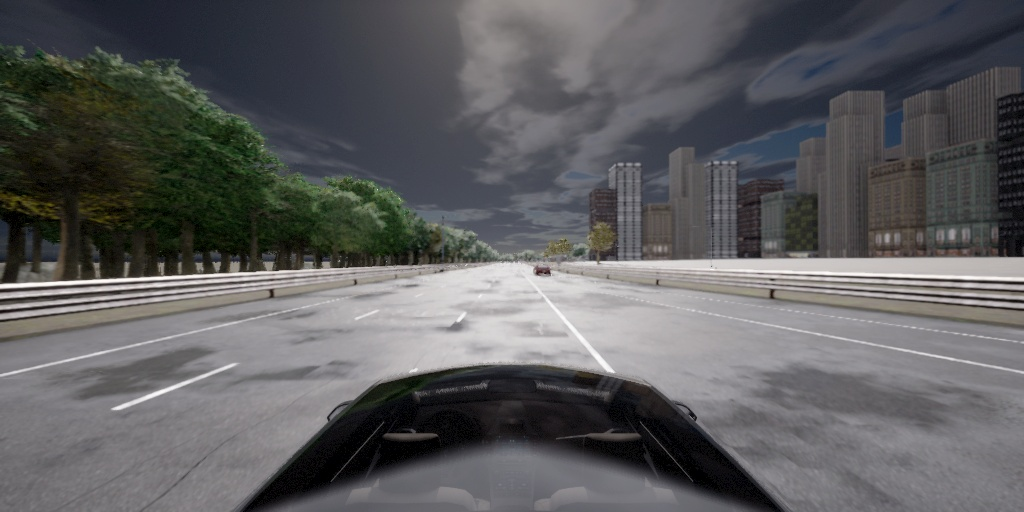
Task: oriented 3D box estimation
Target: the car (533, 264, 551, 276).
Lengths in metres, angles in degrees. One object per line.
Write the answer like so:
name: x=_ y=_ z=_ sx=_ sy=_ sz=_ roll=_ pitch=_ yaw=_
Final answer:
car: x=4.044 y=1.871 z=48.885 sx=1.882 sy=1.535 sz=5.008 roll=0 pitch=-1 yaw=-4
